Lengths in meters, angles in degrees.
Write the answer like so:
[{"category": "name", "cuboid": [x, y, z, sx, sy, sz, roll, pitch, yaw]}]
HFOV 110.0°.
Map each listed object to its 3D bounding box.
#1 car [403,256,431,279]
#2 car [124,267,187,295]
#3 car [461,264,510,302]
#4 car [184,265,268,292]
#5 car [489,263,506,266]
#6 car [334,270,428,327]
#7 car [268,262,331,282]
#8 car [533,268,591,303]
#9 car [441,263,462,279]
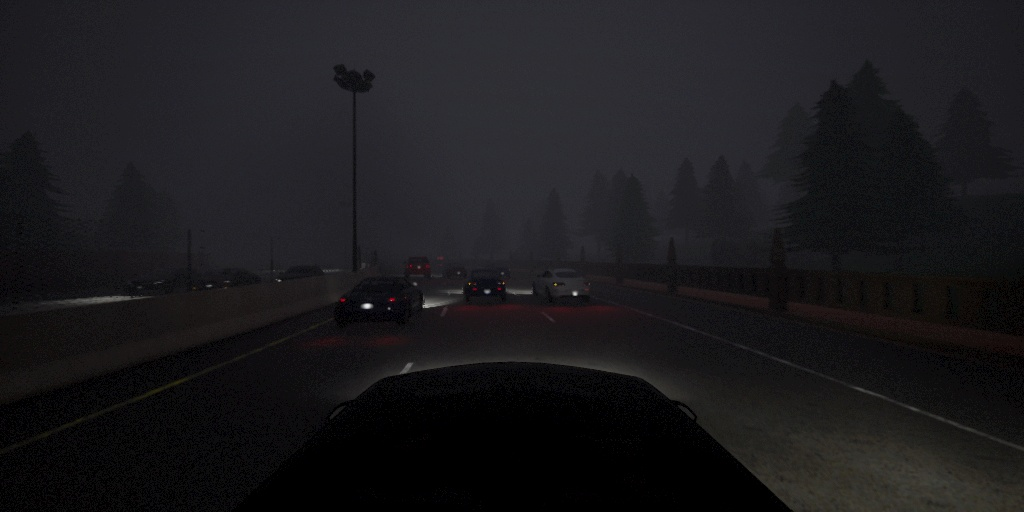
[{"category": "car", "cuboid": [-8.837, 1.056, 33.381, 2.150, 2.045, 5.566, 0, 0, -18]}, {"category": "car", "cuboid": [-20.087, 1.379, 21.092, 1.812, 1.442, 4.674, 0, 0, -14]}, {"category": "car", "cuboid": [-1.377, 1.307, 17.315, 1.812, 1.442, 4.674, 0, 0, -8]}, {"category": "car", "cuboid": [-16.487, 1.404, 20.974, 1.994, 1.385, 4.181, 0, 0, -13]}, {"category": "car", "cuboid": [-1.500, 1.334, 33.193, 1.812, 1.442, 4.674, 0, 0, -17]}, {"category": "car", "cuboid": [-4.150, 1.346, 11.783, 1.994, 1.385, 4.181, 0, 0, -6]}, {"category": "car", "cuboid": [-13.345, 1.338, 22.908, 1.837, 1.490, 4.892, 0, 0, -14]}, {"category": "car", "cuboid": [2.224, 1.293, 16.837, 1.812, 1.442, 4.674, 0, 0, -8]}, {"category": "car", "cuboid": [-5.466, 1.349, 34.145, 1.812, 1.442, 4.674, 0, 0, -18]}]
